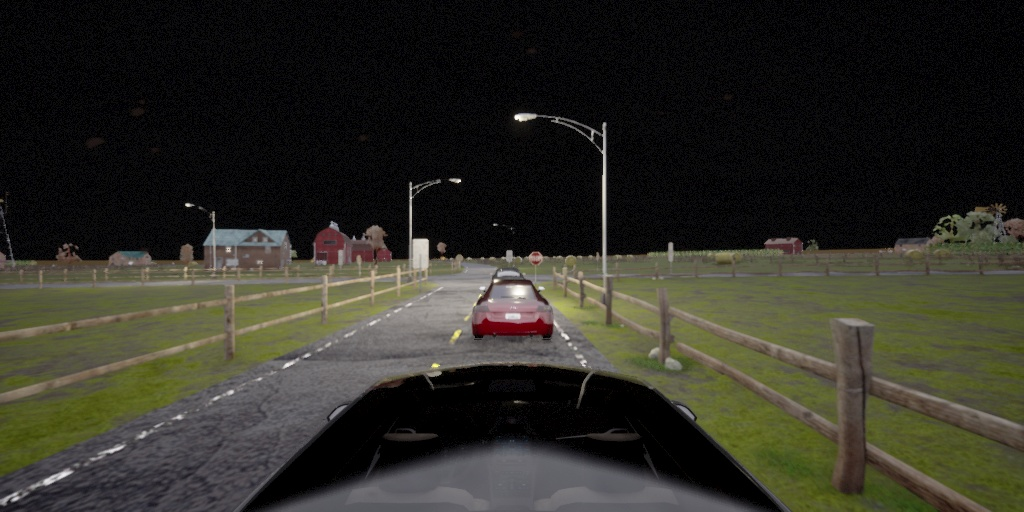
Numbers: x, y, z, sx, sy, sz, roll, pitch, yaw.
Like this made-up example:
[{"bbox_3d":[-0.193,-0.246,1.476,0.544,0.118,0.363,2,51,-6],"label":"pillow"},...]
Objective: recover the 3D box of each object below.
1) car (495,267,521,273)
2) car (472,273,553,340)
[{"bbox_3d":[-0.226,1.329,19.406,1.812,1.442,4.674,0,0,-2],"label":"car"},{"bbox_3d":[0.000,1.338,10.123,1.994,1.385,4.181,0,0,-1],"label":"car"}]
